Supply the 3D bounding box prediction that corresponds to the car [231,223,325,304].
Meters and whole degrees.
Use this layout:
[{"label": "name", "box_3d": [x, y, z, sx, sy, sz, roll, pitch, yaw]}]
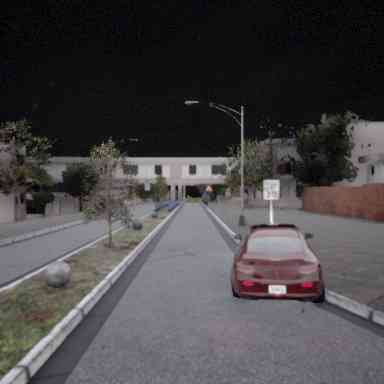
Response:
[{"label": "car", "box_3d": [2.011, 1.495, 8.161, 1.812, 1.442, 4.674, -2, 1, 13]}]
